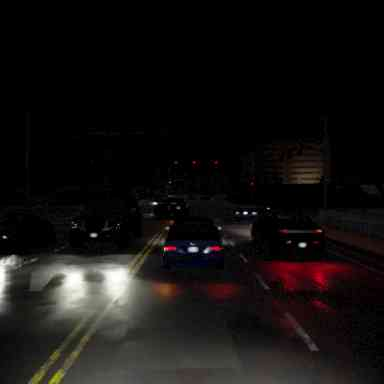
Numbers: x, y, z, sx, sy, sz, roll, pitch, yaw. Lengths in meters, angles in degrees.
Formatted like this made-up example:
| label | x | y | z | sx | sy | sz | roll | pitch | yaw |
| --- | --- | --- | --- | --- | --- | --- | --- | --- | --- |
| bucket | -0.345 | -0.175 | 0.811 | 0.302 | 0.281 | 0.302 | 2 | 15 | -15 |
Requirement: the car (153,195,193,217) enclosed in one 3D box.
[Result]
| label | x | y | z | sx | sy | sz | roll | pitch | yaw |
| --- | --- | --- | --- | --- | --- | --- | --- | --- | --- |
| car | -1.913 | 1.352 | 29.279 | 2.097 | 1.767 | 4.553 | 0 | 0 | -22 |

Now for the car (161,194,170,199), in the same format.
| label | x | y | z | sx | sy | sz | roll | pitch | yaw |
| --- | --- | --- | --- | --- | --- | --- | --- | --- | --- |
| car | -6.979 | 1.159 | 87.620 | 2.033 | 1.411 | 5.357 | 0 | 0 | 0 |

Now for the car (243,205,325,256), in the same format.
| label | x | y | z | sx | sy | sz | roll | pitch | yaw |
| --- | --- | --- | --- | --- | --- | --- | --- | --- | --- |
| car | 3.563 | 1.491 | 13.085 | 2.128 | 1.511 | 4.902 | 0 | 0 | 0 |

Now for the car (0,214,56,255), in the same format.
| label | x | y | z | sx | sy | sz | roll | pitch | yaw |
| --- | --- | --- | --- | --- | --- | --- | --- | --- | --- |
| car | -7.070 | 1.564 | 13.160 | 1.994 | 1.385 | 4.181 | 0 | 0 | 0 |

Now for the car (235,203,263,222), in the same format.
| label | x | y | z | sx | sy | sz | roll | pitch | yaw |
| --- | --- | --- | --- | --- | --- | --- | --- | --- | --- |
| car | 4.830 | 1.549 | 25.894 | 2.033 | 1.411 | 5.357 | 0 | 0 | 24 |

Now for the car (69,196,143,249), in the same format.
| label | x | y | z | sx | sy | sz | roll | pitch | yaw |
| --- | --- | --- | --- | --- | --- | --- | --- | --- | --- |
| car | -3.561 | 1.224 | 14.871 | 2.150 | 2.045 | 5.566 | 0 | 0 | 0 |

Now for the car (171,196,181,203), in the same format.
| label | x | y | z | sx | sy | sz | roll | pitch | yaw |
| --- | --- | --- | --- | --- | --- | --- | --- | --- | --- |
| car | -3.483 | 1.599 | 72.130 | 1.895 | 1.301 | 4.718 | 0 | 0 | 0 |

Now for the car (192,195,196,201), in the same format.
| label | x | y | z | sx | sy | sz | roll | pitch | yaw |
| --- | --- | --- | --- | --- | --- | --- | --- | --- | --- |
| car | 0.020 | 1.536 | 83.031 | 2.033 | 1.411 | 5.357 | 0 | 0 | 0 |

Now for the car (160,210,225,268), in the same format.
| label | x | y | z | sx | sy | sz | roll | pitch | yaw |
| --- | --- | --- | --- | --- | --- | --- | --- | --- | --- |
| car | 0.048 | 1.548 | 11.182 | 2.033 | 1.411 | 5.357 | 0 | 0 | 0 |

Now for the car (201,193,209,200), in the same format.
| label | x | y | z | sx | sy | sz | roll | pitch | yaw |
| --- | --- | --- | --- | --- | --- | --- | --- | --- | --- |
| car | 3.522 | 1.233 | 93.275 | 2.097 | 1.767 | 4.553 | 0 | 0 | 0 |

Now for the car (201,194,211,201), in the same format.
| label | x | y | z | sx | sy | sz | roll | pitch | yaw |
| --- | --- | --- | --- | --- | --- | --- | --- | --- | --- |
| car | 3.520 | 1.348 | 83.320 | 2.097 | 1.767 | 4.553 | 0 | 0 | 0 |

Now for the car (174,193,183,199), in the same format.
| label | x | y | z | sx | sy | sz | roll | pitch | yaw |
| --- | --- | --- | --- | --- | --- | --- | --- | --- | --- |
| car | -3.479 | 1.144 | 87.619 | 2.128 | 1.511 | 4.902 | 0 | 0 | 0 |

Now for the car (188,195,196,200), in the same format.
| label | x | y | z | sx | sy | sz | roll | pitch | yaw |
| --- | --- | --- | --- | --- | --- | --- | --- | --- | --- |
| car | 0.022 | 1.430 | 93.304 | 1.994 | 1.385 | 4.181 | 0 | 0 | 0 |

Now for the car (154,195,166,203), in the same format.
| label | x | y | z | sx | sy | sz | roll | pitch | yaw |
| --- | --- | --- | --- | --- | --- | --- | --- | --- | --- |
| car | -6.983 | 1.528 | 72.156 | 2.128 | 1.511 | 4.902 | 0 | 0 | 0 |
